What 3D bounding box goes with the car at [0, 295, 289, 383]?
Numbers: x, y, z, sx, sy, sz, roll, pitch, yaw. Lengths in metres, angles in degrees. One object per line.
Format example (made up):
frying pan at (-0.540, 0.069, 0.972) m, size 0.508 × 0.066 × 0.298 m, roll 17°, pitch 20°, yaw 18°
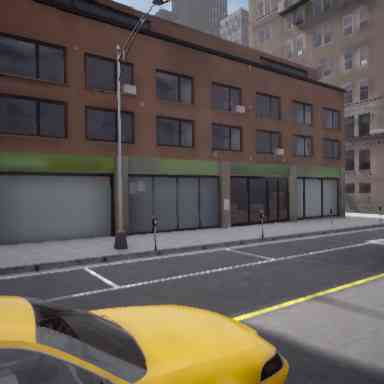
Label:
car at (-1.551, 1.450, 2.327) m, size 5.366 × 1.575 × 1.801 m, roll 0°, pitch 0°, yaw -35°
